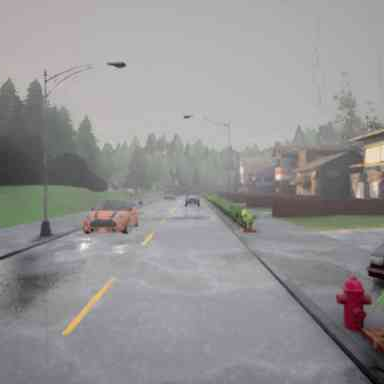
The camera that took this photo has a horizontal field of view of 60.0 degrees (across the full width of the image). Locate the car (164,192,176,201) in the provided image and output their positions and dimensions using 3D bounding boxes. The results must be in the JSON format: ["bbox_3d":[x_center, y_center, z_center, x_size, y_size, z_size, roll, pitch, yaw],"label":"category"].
[{"bbox_3d":[-3.991,0.834,60.038,1.837,1.490,4.892,0,1,1],"label":"car"}]

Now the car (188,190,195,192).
[{"bbox_3d":[0.053,0.232,80.464,2.128,1.511,4.902,0,1,0],"label":"car"}]

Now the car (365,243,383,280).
[{"bbox_3d":[6.313,1.362,8.230,5.357,1.415,2.033,-1,1,-40],"label":"car"}]

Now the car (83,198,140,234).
[{"bbox_3d":[-4.100,1.154,17.521,2.097,1.767,4.553,0,0,0],"label":"car"}]

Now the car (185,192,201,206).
[{"bbox_3d":[0.088,1.038,43.063,1.812,1.442,4.674,0,1,0],"label":"car"}]
